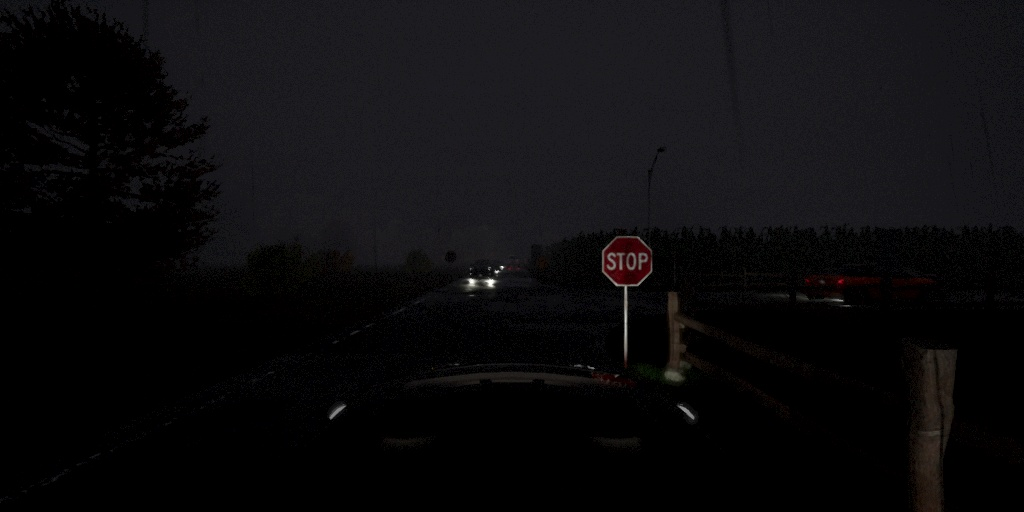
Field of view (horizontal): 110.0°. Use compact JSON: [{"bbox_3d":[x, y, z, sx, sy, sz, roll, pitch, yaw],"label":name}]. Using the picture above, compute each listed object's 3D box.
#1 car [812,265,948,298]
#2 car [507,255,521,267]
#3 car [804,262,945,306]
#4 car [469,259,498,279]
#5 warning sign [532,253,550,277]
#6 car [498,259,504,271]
[{"bbox_3d":[18.562,1.252,18.259,5.008,1.535,1.882,0,0,0],"label":"car"},{"bbox_3d":[0.297,0.916,62.203,2.150,2.045,5.566,0,0,0],"label":"car"},{"bbox_3d":[15.289,1.117,15.257,4.553,1.767,2.097,0,0,-1],"label":"car"},{"bbox_3d":[-2.698,1.090,32.892,2.097,1.767,4.553,0,0,0],"label":"car"},{"bbox_3d":[2.589,0.855,30.543,1.300,1.860,1.060,0,0,0],"label":"warning sign"},{"bbox_3d":[-2.605,1.267,50.001,2.033,1.411,5.357,0,0,0],"label":"car"}]
